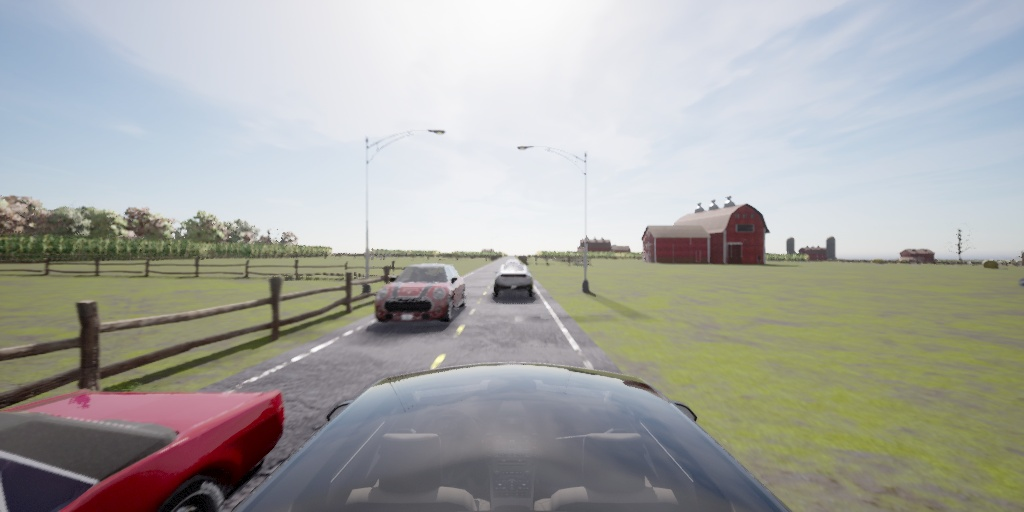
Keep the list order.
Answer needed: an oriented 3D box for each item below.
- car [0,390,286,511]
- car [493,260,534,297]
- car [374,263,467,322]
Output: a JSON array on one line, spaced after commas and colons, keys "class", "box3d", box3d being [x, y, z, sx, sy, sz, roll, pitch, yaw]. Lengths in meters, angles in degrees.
[{"class": "car", "box3d": [-2.841, 1.357, 0.771, 1.895, 1.301, 4.718, 0, 0, 0]}, {"class": "car", "box3d": [0.081, 1.144, 18.082, 2.128, 1.511, 4.902, 0, 0, 0]}, {"class": "car", "box3d": [-2.800, 1.043, 11.869, 2.097, 1.767, 4.553, 0, 0, 0]}]
